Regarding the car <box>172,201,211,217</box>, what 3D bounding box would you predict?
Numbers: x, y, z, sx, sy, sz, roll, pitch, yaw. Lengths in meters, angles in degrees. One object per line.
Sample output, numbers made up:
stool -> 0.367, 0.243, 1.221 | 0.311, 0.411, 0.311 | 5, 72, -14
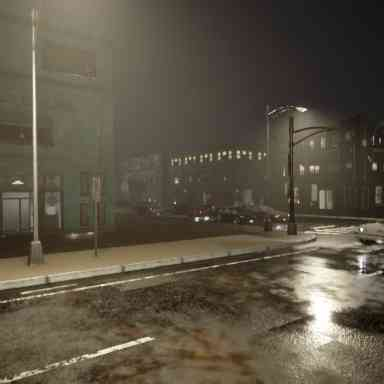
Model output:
car -> -0.295, 1.896, 35.756 | 1.994, 1.385, 4.181 | -1, 0, -37

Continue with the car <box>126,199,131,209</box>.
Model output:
car -> -6.392, 1.998, 44.358 | 2.033, 1.411, 5.357 | -1, 0, -35

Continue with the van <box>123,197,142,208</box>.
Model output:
van -> -10.856, 1.906, 60.577 | 1.690, 1.788, 3.998 | -1, 0, -35

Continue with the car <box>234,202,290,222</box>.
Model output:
car -> 5.514, 1.764, 27.614 | 2.033, 1.411, 5.357 | -1, 0, -36

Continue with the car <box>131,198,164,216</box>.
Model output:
car -> -4.842, 1.846, 37.678 | 1.967, 1.590, 4.097 | -1, 0, -35

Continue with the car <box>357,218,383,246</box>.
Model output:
car -> 9.039, 1.599, 14.128 | 4.718, 1.301, 1.895 | 0, 0, -36

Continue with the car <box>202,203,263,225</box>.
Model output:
car -> 3.108, 1.814, 26.302 | 1.947, 1.339, 4.313 | -2, 0, -35

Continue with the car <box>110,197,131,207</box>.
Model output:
car -> -14.066, 1.939, 65.087 | 2.192, 1.841, 5.009 | -1, 0, -35

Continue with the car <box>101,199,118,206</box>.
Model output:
car -> -17.270, 2.227, 69.596 | 1.887, 1.381, 4.507 | -1, 0, -35

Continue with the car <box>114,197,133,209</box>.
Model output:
car -> -11.362, 2.087, 56.846 | 1.812, 1.442, 4.674 | -1, 0, -35

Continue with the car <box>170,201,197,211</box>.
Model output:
car -> -1.221, 1.965, 47.049 | 1.802, 1.307, 4.206 | -2, 0, -35

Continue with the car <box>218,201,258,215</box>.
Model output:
car -> 5.197, 1.809, 38.030 | 2.008, 1.369, 4.403 | -2, 0, -35
